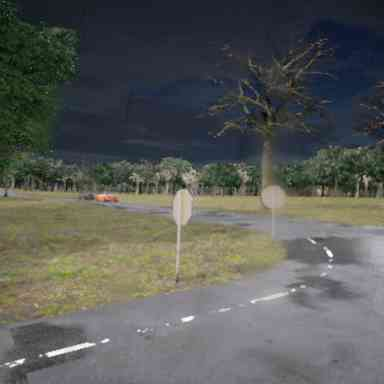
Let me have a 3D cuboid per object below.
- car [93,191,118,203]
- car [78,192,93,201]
[{"bbox_3d":[-13.179,0.698,51.553,2.097,1.767,4.553,3,-1,-35],"label":"car"},{"bbox_3d":[-18.952,0.804,59.539,1.837,1.490,4.892,3,-1,-36],"label":"car"}]
